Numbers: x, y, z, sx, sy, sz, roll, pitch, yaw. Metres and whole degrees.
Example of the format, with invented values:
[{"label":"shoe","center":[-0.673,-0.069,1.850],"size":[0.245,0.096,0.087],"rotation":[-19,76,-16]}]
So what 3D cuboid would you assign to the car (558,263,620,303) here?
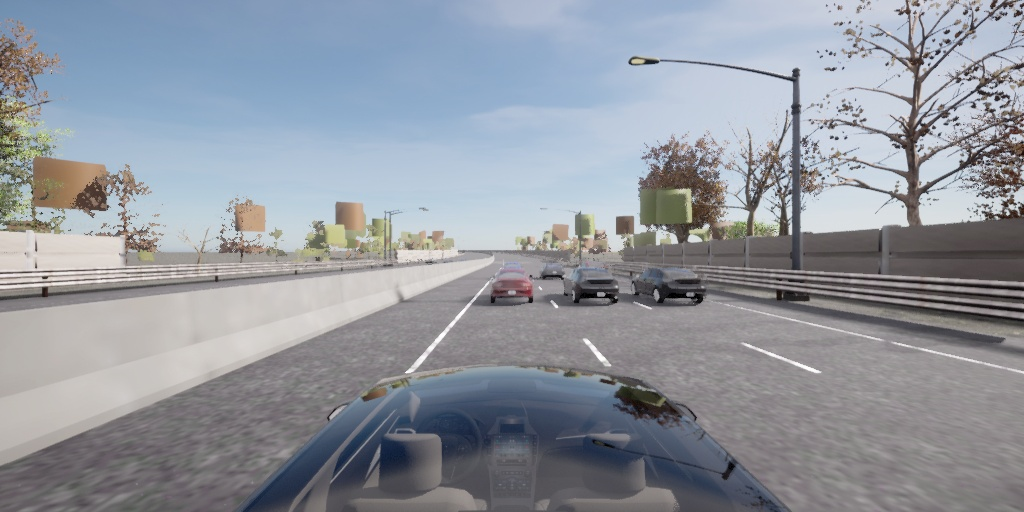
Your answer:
[{"label":"car","center":[3.500,1.265,16.500],"size":[1.837,1.490,4.892],"rotation":[0,0,0]}]

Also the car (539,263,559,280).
[{"label":"car","center":[3.500,1.320,31.500],"size":[1.994,1.385,4.181],"rotation":[0,0,0]}]

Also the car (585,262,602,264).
[{"label":"car","center":[7.000,1.232,31.500],"size":[1.882,1.535,5.008],"rotation":[0,0,0]}]

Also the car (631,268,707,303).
[{"label":"car","center":[7.000,1.265,16.500],"size":[1.837,1.490,4.892],"rotation":[0,0,0]}]

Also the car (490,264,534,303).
[{"label":"car","center":[0.000,1.281,16.500],"size":[1.812,1.442,4.674],"rotation":[0,0,0]}]

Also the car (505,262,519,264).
[{"label":"car","center":[0.000,1.280,31.500],"size":[1.812,1.442,4.674],"rotation":[0,0,0]}]
